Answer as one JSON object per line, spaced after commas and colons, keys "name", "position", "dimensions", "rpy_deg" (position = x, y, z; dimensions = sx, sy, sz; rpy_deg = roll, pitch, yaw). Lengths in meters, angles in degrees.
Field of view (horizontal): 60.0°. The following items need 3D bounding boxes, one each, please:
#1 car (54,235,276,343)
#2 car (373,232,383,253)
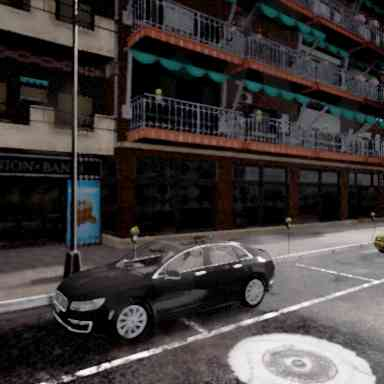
{"name": "car", "position": [-0.270, 1.566, 6.364], "dimensions": [4.403, 1.369, 2.008], "rpy_deg": [0, 0, -35]}
{"name": "car", "position": [8.814, 1.596, 12.840], "dimensions": [4.829, 1.417, 1.752], "rpy_deg": [0, 0, -35]}
